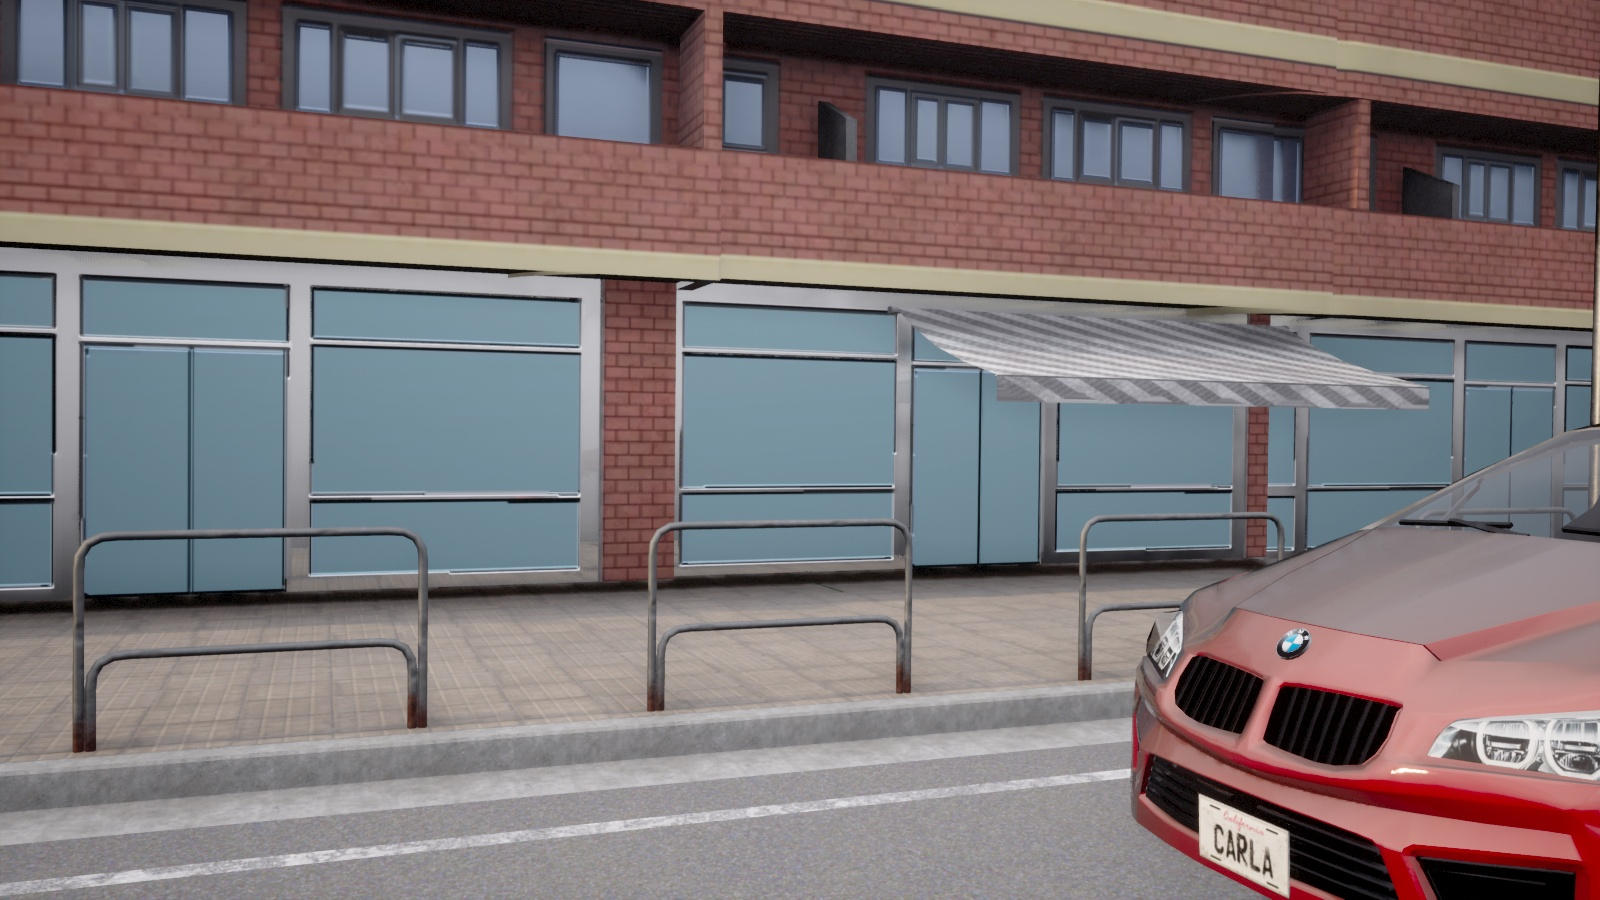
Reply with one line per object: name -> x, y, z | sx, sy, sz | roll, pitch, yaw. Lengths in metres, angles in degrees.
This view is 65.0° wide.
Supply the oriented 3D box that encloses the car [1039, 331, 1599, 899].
car -> 3.469, 0.531, 4.556 | 4.611, 1.667, 2.242 | -1, 1, -21
